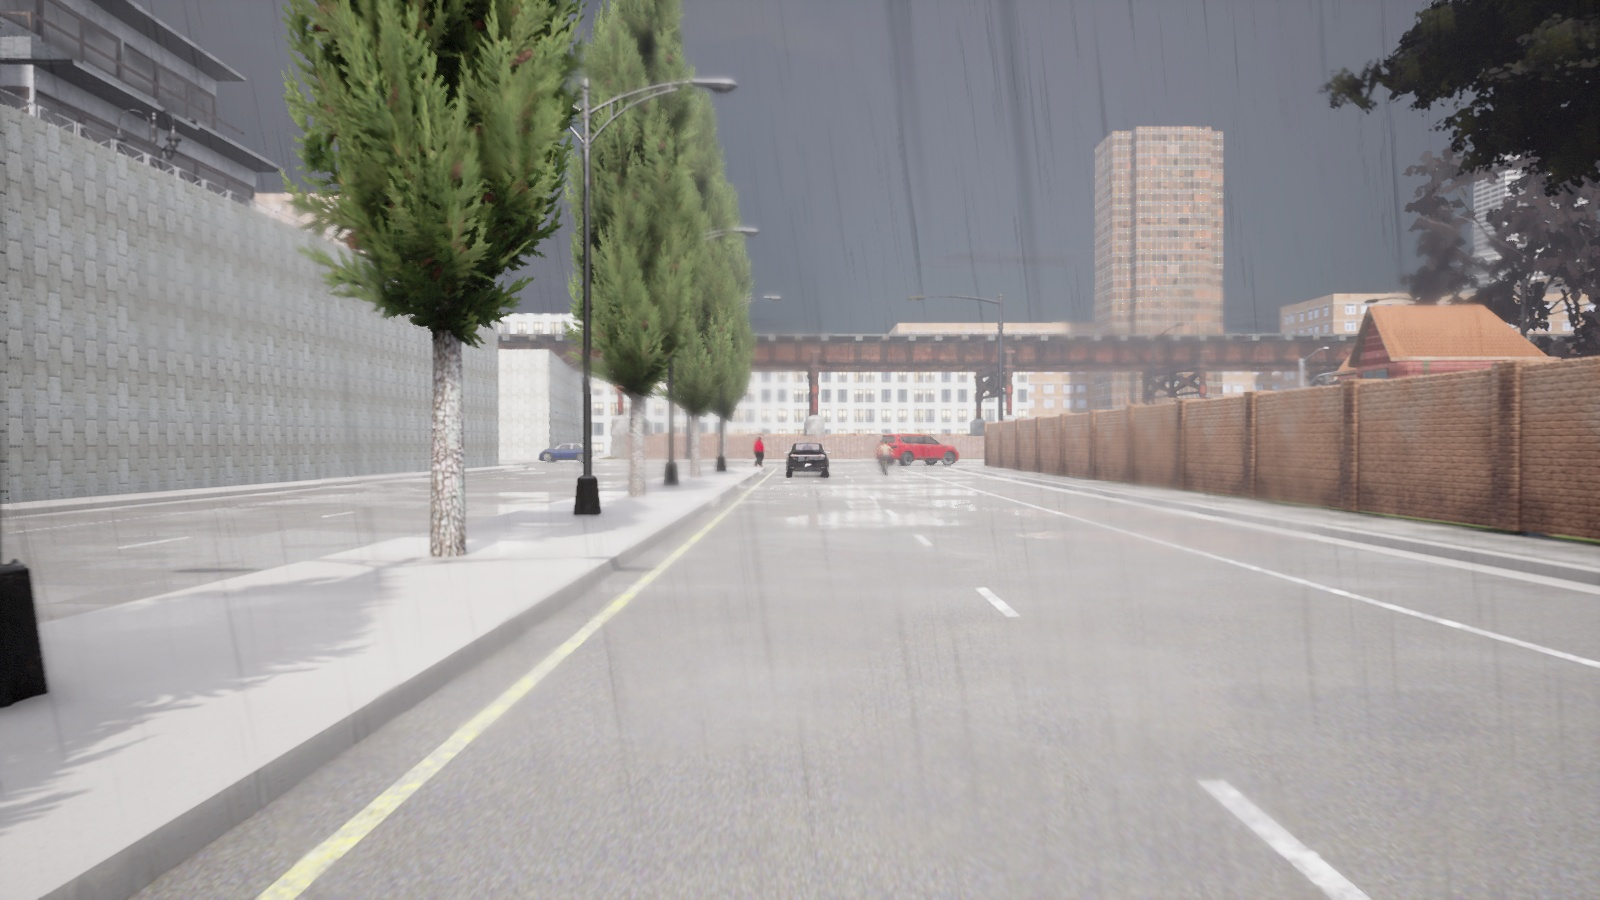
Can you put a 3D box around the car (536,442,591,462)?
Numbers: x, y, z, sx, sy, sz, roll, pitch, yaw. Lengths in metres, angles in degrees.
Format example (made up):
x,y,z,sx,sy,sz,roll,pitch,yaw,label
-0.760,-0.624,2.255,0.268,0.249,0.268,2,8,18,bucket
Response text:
x,y,z,sx,sy,sz,roll,pitch,yaw,label
-17.990,0.159,95.620,3.806,1.475,1.970,0,0,1,car

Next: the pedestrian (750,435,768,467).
x,y,z,sx,sy,sz,roll,pitch,yaw,label
-2.388,0.080,72.748,0.634,1.844,0.899,0,0,32,pedestrian

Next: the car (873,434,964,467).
x,y,z,sx,sy,sz,roll,pitch,yaw,label
7.670,0.015,80.958,5.566,2.045,2.150,0,0,-29,car

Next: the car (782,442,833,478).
x,y,z,sx,sy,sz,roll,pitch,yaw,label
0.331,0.390,55.440,2.128,1.511,4.902,0,0,0,car
